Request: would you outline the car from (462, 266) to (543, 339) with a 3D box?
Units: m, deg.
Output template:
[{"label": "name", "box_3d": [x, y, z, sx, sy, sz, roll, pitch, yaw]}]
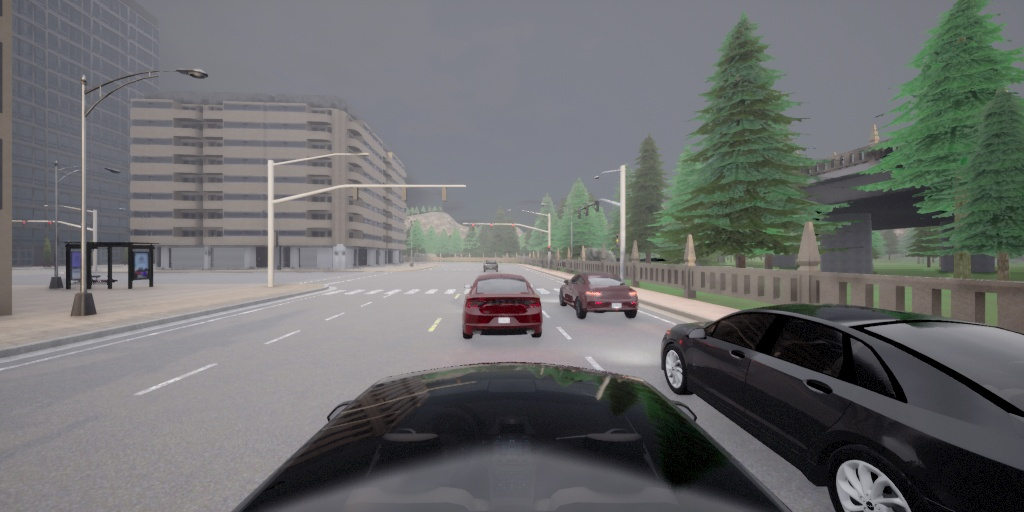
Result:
[{"label": "car", "box_3d": [-0.340, 1.228, 10.161, 1.882, 1.535, 5.008, 0, 0, -4]}]

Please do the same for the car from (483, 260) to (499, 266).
[{"label": "car", "box_3d": [-2.716, 1.242, 45.914, 2.128, 1.511, 4.902, 0, 0, -4]}]

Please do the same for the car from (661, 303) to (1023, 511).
[{"label": "car", "box_3d": [3.258, 1.255, 3.746, 1.837, 1.490, 4.892, 0, 0, 0]}]

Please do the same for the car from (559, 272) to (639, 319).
[{"label": "car", "box_3d": [2.922, 1.276, 12.736, 1.812, 1.442, 4.674, 0, 0, -3]}]
